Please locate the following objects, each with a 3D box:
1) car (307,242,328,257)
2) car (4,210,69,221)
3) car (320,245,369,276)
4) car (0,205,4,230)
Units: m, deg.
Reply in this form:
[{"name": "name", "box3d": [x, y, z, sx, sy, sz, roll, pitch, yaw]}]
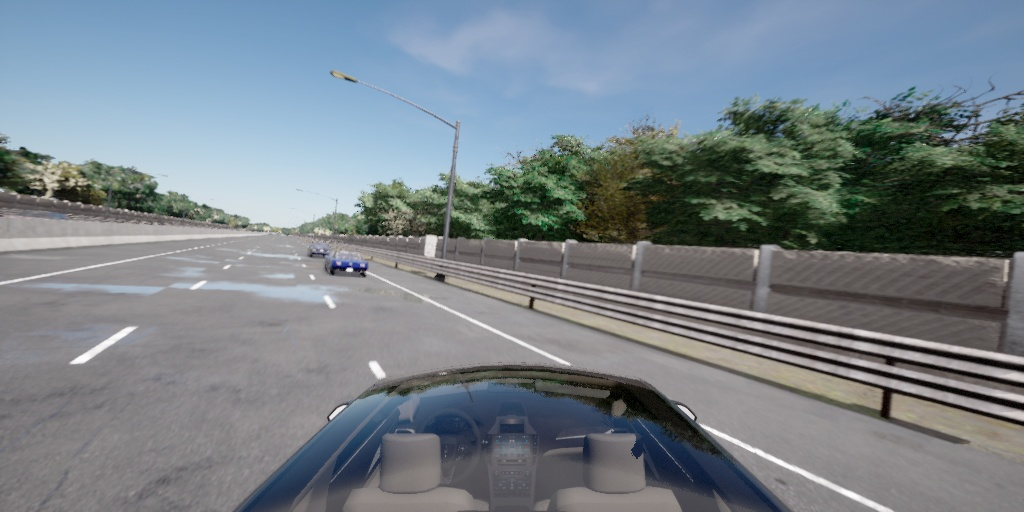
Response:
[{"name": "car", "box3d": [-18.964, -0.599, 35.303, 2.033, 1.411, 5.357, 6, 0, -33]}, {"name": "car", "box3d": [-33.341, -2.419, 25.202, 2.097, 1.767, 4.553, 6, 0, -33]}, {"name": "car", "box3d": [-9.883, 0.355, 21.178, 1.895, 1.301, 4.718, 6, 0, -33]}, {"name": "car", "box3d": [-36.241, -2.746, 23.274, 2.097, 1.767, 4.553, 6, 0, -32]}]
